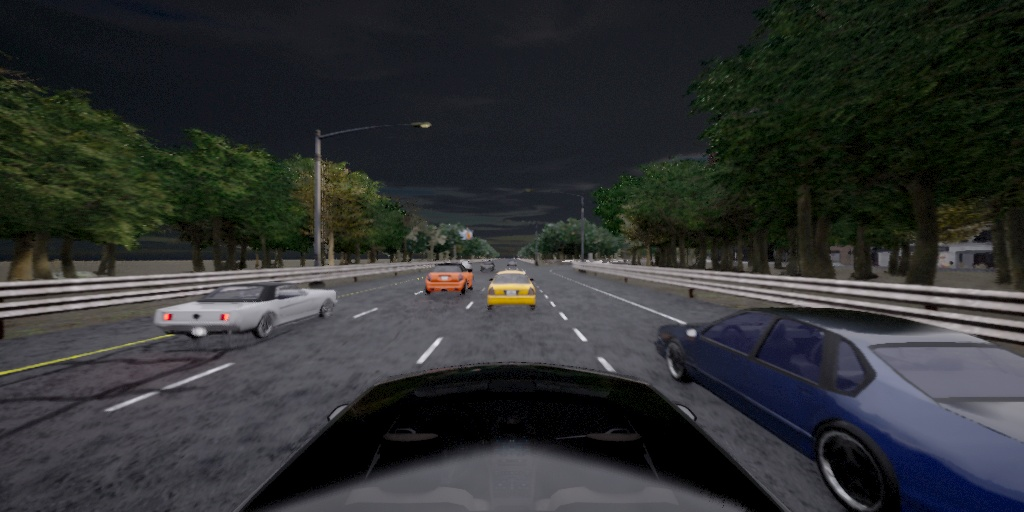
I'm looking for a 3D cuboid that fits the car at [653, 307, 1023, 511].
[{"bbox_3d":[3.498,1.308,4.117,2.033,1.411,5.357,0,0,0],"label":"car"}]

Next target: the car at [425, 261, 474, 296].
[{"bbox_3d":[-3.408,1.181,20.293,2.097,1.767,4.553,0,0,0],"label":"car"}]

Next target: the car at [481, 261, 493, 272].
[{"bbox_3d":[-3.421,1.454,51.624,2.128,1.511,4.902,0,0,0],"label":"car"}]

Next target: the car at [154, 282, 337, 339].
[{"bbox_3d":[-6.905,1.386,10.147,1.895,1.301,4.718,0,0,0],"label":"car"}]

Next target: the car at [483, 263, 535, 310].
[{"bbox_3d":[-0.017,1.263,15.026,1.801,1.575,5.366,0,0,0],"label":"car"}]
